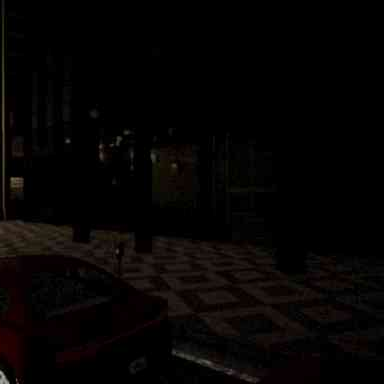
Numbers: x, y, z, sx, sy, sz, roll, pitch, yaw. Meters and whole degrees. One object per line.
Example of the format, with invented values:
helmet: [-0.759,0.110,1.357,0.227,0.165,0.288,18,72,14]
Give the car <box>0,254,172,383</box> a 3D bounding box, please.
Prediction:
car: [-2.339,1.534,4.527,4.507,1.381,1.887,0,-1,36]

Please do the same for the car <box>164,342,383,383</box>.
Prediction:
car: [2.239,1.547,1.260,4.507,1.381,1.887,0,-1,36]
